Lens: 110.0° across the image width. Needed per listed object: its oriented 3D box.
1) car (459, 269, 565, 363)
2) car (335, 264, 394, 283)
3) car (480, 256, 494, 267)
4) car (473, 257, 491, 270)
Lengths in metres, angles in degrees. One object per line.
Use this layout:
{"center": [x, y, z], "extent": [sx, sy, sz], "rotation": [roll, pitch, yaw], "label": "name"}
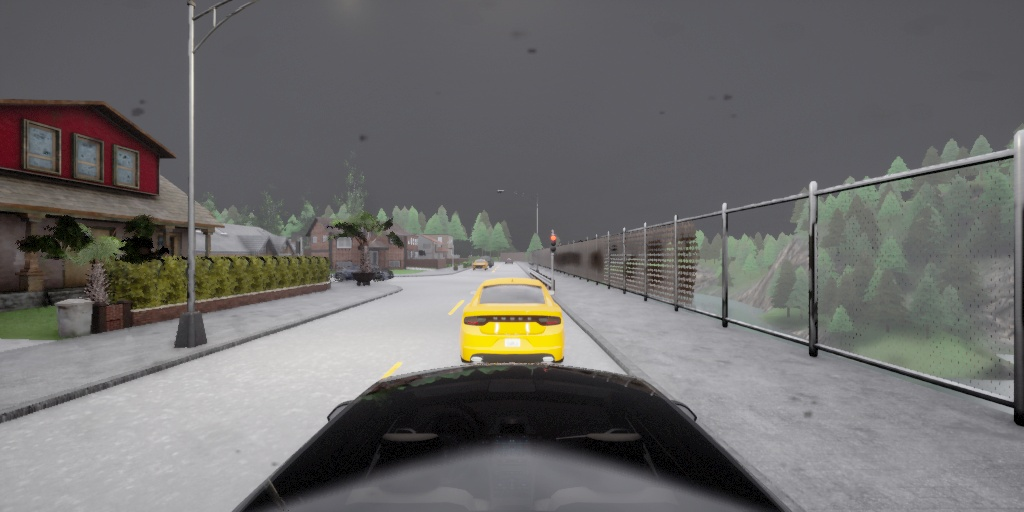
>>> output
{"center": [0.006, 1.228, 8.171], "extent": [1.882, 1.535, 5.008], "rotation": [0, 0, 0], "label": "car"}
{"center": [-11.357, 1.314, 27.731], "extent": [4.181, 1.385, 1.994], "rotation": [0, 0, -4], "label": "car"}
{"center": [-4.582, 0.971, 61.373], "extent": [2.150, 2.045, 5.566], "rotation": [0, 0, 0], "label": "car"}
{"center": [-4.517, 1.228, 51.430], "extent": [1.882, 1.535, 5.008], "rotation": [0, 0, 0], "label": "car"}
